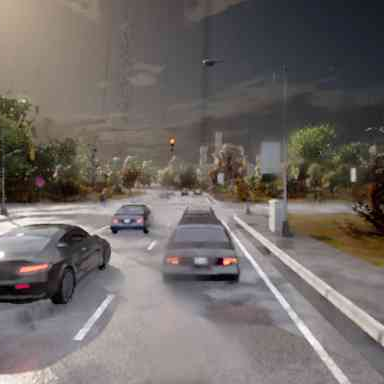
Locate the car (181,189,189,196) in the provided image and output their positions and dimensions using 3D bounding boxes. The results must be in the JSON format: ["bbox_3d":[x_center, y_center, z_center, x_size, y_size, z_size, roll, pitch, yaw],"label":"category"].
[{"bbox_3d":[-1.889,0.327,86.005,1.895,1.301,4.718,0,2,1],"label":"car"}]

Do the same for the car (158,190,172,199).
[{"bbox_3d":[-5.737,0.703,67.842,2.033,1.411,5.357,0,1,1],"label":"car"}]

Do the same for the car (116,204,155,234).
[{"bbox_3d":[-3.102,1.353,17.890,2.033,1.411,5.357,0,1,-3],"label":"car"}]

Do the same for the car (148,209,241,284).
[{"bbox_3d":[0.224,1.453,9.406,2.033,1.411,5.357,0,1,1],"label":"car"}]

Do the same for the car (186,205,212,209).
[{"bbox_3d":[0.403,1.394,18.956,1.895,1.301,4.718,0,1,1],"label":"car"}]

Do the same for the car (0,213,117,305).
[{"bbox_3d":[-3.296,1.449,7.753,1.812,1.442,4.674,0,0,1],"label":"car"}]

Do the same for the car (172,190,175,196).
[{"bbox_3d":[-5.421,0.316,84.011,1.812,1.442,4.674,0,1,1],"label":"car"}]

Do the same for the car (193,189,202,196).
[{"bbox_3d":[1.616,0.255,86.255,1.812,1.442,4.674,0,2,1],"label":"car"}]
